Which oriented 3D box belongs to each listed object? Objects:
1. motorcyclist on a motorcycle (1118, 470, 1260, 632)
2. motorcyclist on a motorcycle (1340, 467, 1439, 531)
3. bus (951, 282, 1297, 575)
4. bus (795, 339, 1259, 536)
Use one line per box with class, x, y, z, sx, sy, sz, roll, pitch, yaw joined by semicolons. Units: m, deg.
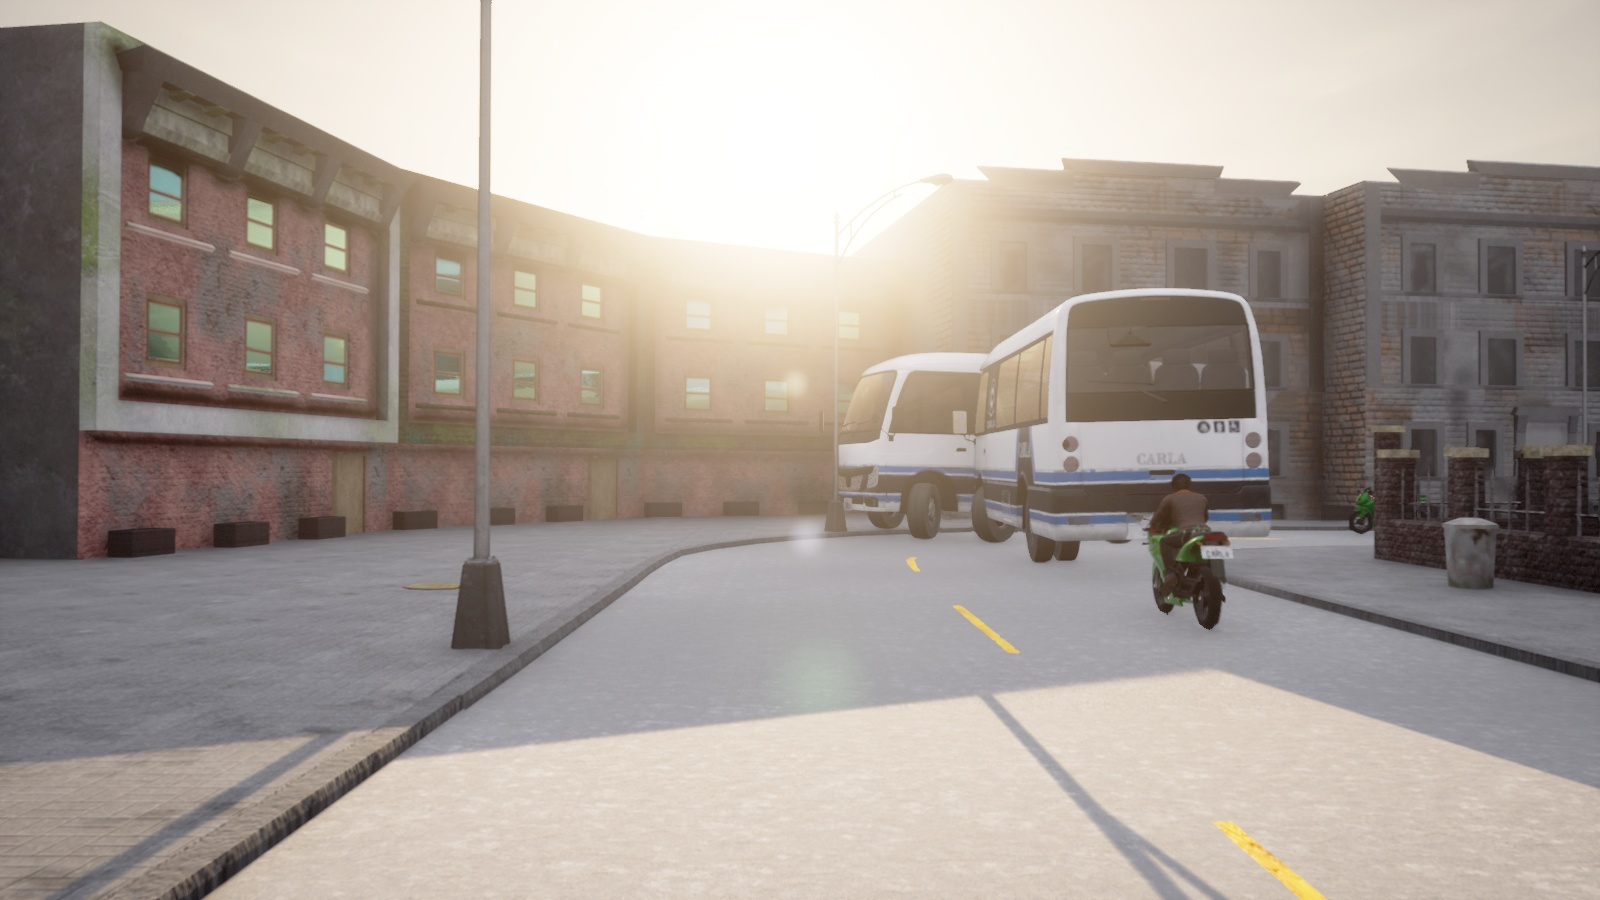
motorcyclist on a motorcycle;3.930;0.970;12.863;0.797;1.523;2.044;0;-1;0
motorcyclist on a motorcycle;14.385;1.193;30.672;2.044;1.523;0.797;0;-1;0
bus;5.438;-0.268;23.832;3.944;4.253;10.273;-2;-1;1
bus;5.367;-0.153;30.265;10.273;4.253;3.944;1;-1;-15
